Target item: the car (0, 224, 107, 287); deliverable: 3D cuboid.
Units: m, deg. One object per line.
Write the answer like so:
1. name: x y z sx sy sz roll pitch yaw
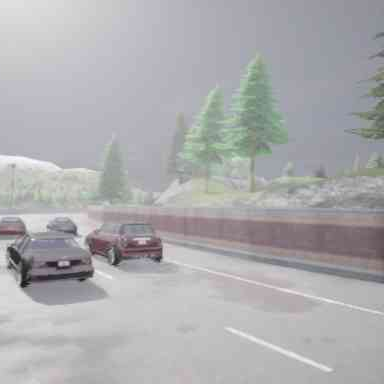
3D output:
1. car: -4.789 2.003 10.819 2.033 1.411 5.357 3 -3 -34

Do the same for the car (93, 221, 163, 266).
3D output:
1. car: -3.116 2.030 14.616 2.097 1.767 4.553 3 -4 -34

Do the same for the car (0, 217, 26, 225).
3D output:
1. car: -13.310 2.521 24.465 1.994 1.385 4.181 3 -3 -28

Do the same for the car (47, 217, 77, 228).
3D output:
1. car: -10.326 2.675 26.302 1.994 1.385 4.181 3 -3 -28
